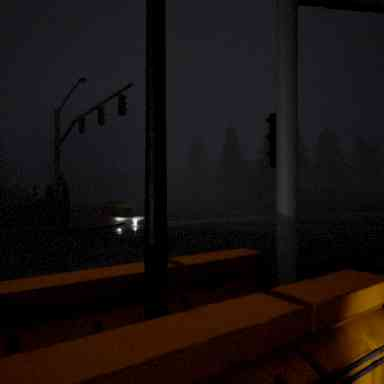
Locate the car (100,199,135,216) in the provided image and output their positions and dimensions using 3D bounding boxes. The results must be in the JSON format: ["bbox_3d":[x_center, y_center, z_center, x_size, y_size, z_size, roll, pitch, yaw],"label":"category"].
[{"bbox_3d":[-7.324,1.472,32.437,1.882,1.535,5.008,0,0,-36],"label":"car"}]
